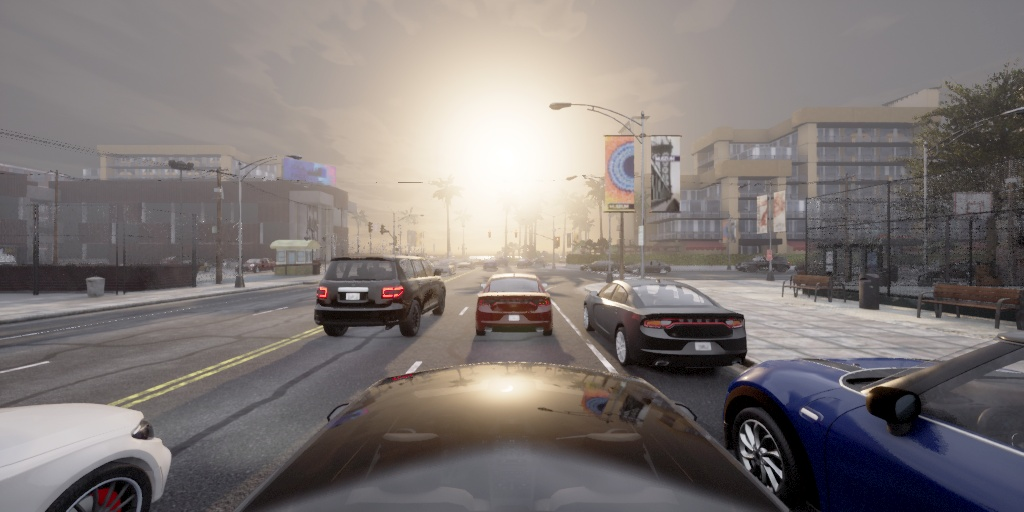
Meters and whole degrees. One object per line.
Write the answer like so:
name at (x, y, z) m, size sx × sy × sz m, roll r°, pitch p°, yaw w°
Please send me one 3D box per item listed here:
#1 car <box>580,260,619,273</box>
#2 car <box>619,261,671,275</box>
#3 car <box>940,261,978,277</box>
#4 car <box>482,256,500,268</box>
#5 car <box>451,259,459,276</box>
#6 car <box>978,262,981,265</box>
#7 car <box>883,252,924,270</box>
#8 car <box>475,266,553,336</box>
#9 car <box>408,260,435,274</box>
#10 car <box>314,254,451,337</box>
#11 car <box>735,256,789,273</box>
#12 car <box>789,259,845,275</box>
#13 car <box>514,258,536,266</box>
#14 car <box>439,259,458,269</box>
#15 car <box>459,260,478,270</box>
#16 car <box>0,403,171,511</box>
car at (10.683, 1.227, 42.597) m, size 5.008 × 1.535 × 1.882 m, roll 0°, pitch 0°, yaw 9°
car at (14.533, 1.255, 38.651) m, size 4.892 × 1.490 × 1.837 m, roll 0°, pitch 0°, yaw 0°
car at (45.182, 1.255, 35.271) m, size 4.892 × 1.490 × 1.837 m, roll 0°, pitch 0°, yaw -1°
car at (-3.228, 1.228, 54.196) m, size 1.882 × 1.535 × 5.008 m, roll -1°, pitch 0°, yaw -5°
car at (-7.076, 1.314, 37.224) m, size 1.994 × 1.385 × 4.181 m, roll 0°, pitch 0°, yaw 0°
car at (45.183, 1.102, 31.771) m, size 4.553 × 1.767 × 2.097 m, roll 0°, pitch 0°, yaw -1°
car at (45.090, 0.590, 42.270) m, size 5.566 × 2.045 × 2.150 m, roll 0°, pitch 0°, yaw -1°
car at (0.064, 1.228, 10.461) m, size 1.882 × 1.535 × 5.008 m, roll 0°, pitch 0°, yaw 0°
car at (-10.547, 1.257, 42.144) m, size 1.837 × 1.490 × 4.892 m, roll 0°, pitch -1°, yaw 1°
car at (-3.437, 0.971, 10.475) m, size 2.150 × 2.045 × 5.566 m, roll 0°, pitch 0°, yaw 0°
car at (29.489, 0.970, 42.226) m, size 5.566 × 2.045 × 2.150 m, roll 0°, pitch 0°, yaw 0°
car at (33.297, 1.103, 38.745) m, size 4.553 × 1.767 × 2.097 m, roll 0°, pitch 0°, yaw 0°
car at (2.341, 1.276, 64.728) m, size 1.812 × 1.442 × 4.674 m, roll 0°, pitch 0°, yaw 19°
car at (-10.049, 1.256, 57.136) m, size 1.837 × 1.490 × 4.892 m, roll 0°, pitch 0°, yaw 6°
car at (-6.844, 1.297, 54.024) m, size 2.033 × 1.411 × 5.357 m, roll 0°, pitch 0°, yaw 3°
car at (-3.411, 1.276, 0.637) m, size 1.812 × 1.442 × 4.674 m, roll 0°, pitch 0°, yaw 0°
